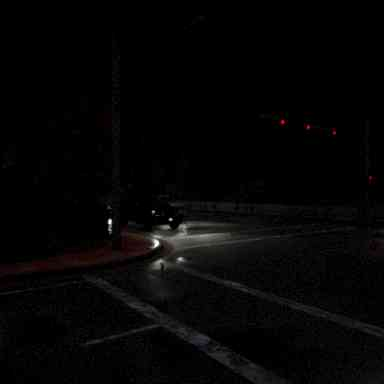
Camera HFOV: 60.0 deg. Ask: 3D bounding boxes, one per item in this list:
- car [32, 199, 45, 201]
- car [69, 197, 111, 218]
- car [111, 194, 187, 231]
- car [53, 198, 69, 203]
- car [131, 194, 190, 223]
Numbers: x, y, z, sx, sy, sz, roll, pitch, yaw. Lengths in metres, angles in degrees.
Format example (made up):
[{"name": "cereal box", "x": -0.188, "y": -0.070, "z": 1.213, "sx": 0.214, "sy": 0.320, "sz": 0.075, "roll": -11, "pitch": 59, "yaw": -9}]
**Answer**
[{"name": "car", "x": -20.850, "y": 1.601, "z": 45.227, "sx": 1.895, "sy": 1.301, "sz": 4.718, "roll": 0, "pitch": 0, "yaw": -36}, {"name": "car", "x": -8.711, "y": 1.352, "z": 29.010, "sx": 2.097, "sy": 1.767, "sz": 4.553, "roll": 0, "pitch": 0, "yaw": -37}, {"name": "car", "x": -2.883, "y": 1.221, "z": 21.260, "sx": 2.150, "sy": 2.045, "sz": 5.566, "roll": 0, "pitch": 0, "yaw": -37}, {"name": "car", "x": -18.639, "y": 1.548, "z": 48.127, "sx": 2.033, "sy": 1.411, "sz": 5.357, "roll": 0, "pitch": 0, "yaw": -36}, {"name": "car", "x": -2.690, "y": 1.219, "z": 26.825, "sx": 2.150, "sy": 2.045, "sz": 5.566, "roll": 0, "pitch": 0, "yaw": -37}]
